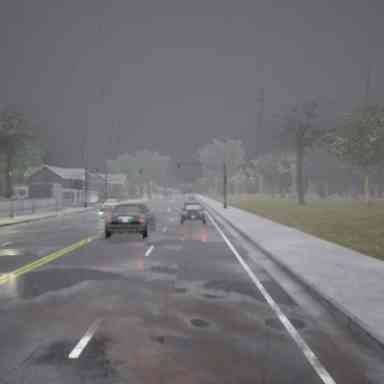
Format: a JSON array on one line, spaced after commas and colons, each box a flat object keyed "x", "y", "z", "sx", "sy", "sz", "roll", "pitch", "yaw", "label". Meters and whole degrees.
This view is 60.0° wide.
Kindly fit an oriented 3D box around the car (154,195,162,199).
[{"x": -9.801, "y": 1.510, "z": 94.988, "sx": 1.882, "sy": 1.535, "sz": 5.008, "roll": 0, "pitch": 0, "yaw": 0, "label": "car"}]

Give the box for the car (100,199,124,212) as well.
[{"x": -9.772, "y": 1.566, "z": 40.923, "sx": 1.812, "sy": 1.442, "sz": 4.674, "roll": 0, "pitch": 0, "yaw": 0, "label": "car"}]

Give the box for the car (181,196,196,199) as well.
[{"x": 0.014, "y": 1.531, "z": 37.151, "sx": 1.837, "sy": 1.490, "sz": 4.892, "roll": 0, "pitch": 0, "yaw": 1, "label": "car"}]

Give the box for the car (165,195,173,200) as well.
[{"x": -6.551, "y": 1.530, "z": 94.989, "sx": 1.837, "sy": 1.490, "sz": 4.892, "roll": 0, "pitch": 0, "yaw": 0, "label": "car"}]

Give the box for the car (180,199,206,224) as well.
[{"x": 0.087, "y": 1.543, "z": 24.977, "sx": 1.812, "sy": 1.442, "sz": 4.674, "roll": 0, "pitch": 0, "yaw": 0, "label": "car"}]

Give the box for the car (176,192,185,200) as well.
[{"x": -3.298, "y": 1.274, "z": 90.568, "sx": 2.097, "sy": 1.767, "sz": 4.553, "roll": 0, "pitch": 0, "yaw": 0, "label": "car"}]

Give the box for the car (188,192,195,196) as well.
[{"x": -0.048, "y": 1.469, "z": 90.599, "sx": 1.994, "sy": 1.385, "sz": 4.181, "roll": 0, "pitch": 0, "yaw": 0, "label": "car"}]

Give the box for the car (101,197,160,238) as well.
[{"x": -3.158, "y": 1.367, "z": 17.886, "sx": 2.097, "sy": 1.767, "sz": 4.553, "roll": 0, "pitch": 0, "yaw": 0, "label": "car"}]
